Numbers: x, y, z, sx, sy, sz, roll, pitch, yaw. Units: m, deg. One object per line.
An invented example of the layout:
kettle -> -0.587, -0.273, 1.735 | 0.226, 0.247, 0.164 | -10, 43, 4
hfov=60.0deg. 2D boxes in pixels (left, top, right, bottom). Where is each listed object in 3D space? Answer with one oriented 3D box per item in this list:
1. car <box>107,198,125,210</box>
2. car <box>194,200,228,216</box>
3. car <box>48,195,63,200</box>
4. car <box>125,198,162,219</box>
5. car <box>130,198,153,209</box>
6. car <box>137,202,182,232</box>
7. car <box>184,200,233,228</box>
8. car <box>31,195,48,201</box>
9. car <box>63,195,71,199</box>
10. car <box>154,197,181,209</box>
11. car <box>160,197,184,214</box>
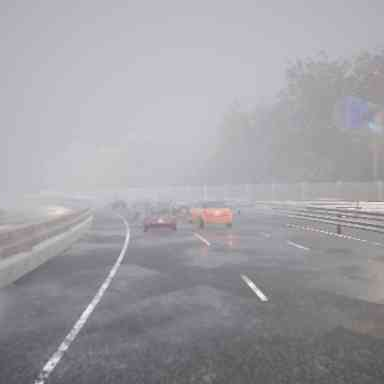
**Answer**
car -> -10.040, 1.523, 44.213 | 1.837, 1.490, 4.892 | 0, 1, -25
car -> 1.780, 1.519, 33.136 | 1.994, 1.385, 4.181 | 0, 0, -19
car -> -35.252, 1.471, 83.024 | 4.902, 1.511, 2.128 | 0, 0, 38
car -> -4.430, 1.544, 29.593 | 2.033, 1.411, 5.357 | 0, 0, -17
car -> -7.007, 1.560, 45.982 | 1.994, 1.385, 4.181 | 0, 0, -25
car -> -2.113, 1.556, 20.394 | 1.994, 1.385, 4.181 | 0, 0, -12
car -> 1.098, 1.322, 22.182 | 2.097, 1.767, 4.553 | 0, 0, -12
car -> -37.529, 1.515, 80.366 | 4.181, 1.385, 1.994 | 0, 0, 38
car -> -32.974, 1.482, 85.682 | 4.181, 1.385, 1.994 | 0, 0, 38
car -> -3.485, 1.466, 46.697 | 2.128, 1.511, 4.902 | 0, 0, -25
car -> -1.417, 1.502, 31.634 | 1.812, 1.442, 4.674 | 0, 0, -18
